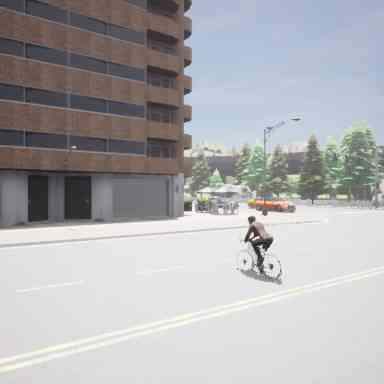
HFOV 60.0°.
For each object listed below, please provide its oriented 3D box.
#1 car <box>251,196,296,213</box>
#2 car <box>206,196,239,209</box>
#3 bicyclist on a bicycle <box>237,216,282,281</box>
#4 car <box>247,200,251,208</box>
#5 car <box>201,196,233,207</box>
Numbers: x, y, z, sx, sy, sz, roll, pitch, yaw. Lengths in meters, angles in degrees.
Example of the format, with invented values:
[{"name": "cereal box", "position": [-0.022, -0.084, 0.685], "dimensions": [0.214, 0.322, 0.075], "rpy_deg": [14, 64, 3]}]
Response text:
[{"name": "car", "position": [9.220, 1.296, 36.753], "dimensions": [2.097, 1.767, 4.553], "rpy_deg": [0, 0, -33]}, {"name": "car", "position": [3.992, 1.492, 44.651], "dimensions": [2.033, 1.411, 5.357], "rpy_deg": [0, 0, -34]}, {"name": "bicyclist on a bicycle", "position": [1.718, 1.455, 8.805], "dimensions": [0.582, 1.620, 1.656], "rpy_deg": [0, -2, -34]}, {"name": "car", "position": [9.327, 1.422, 42.873], "dimensions": [1.882, 1.535, 5.008], "rpy_deg": [0, 0, -34]}, {"name": "car", "position": [3.763, 1.422, 50.659], "dimensions": [1.882, 1.535, 5.008], "rpy_deg": [0, 0, -39]}]
